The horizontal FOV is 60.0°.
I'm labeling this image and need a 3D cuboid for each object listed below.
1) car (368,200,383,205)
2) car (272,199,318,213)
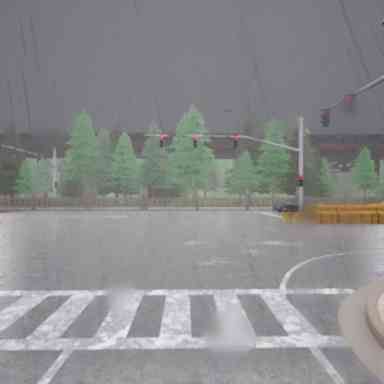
[{"bbox_3d":[21.556,1.479,35.925,5.008,1.535,1.882,0,0,-2],"label":"car"},{"bbox_3d":[11.066,1.508,35.604,4.892,1.490,1.837,0,0,-2],"label":"car"}]
